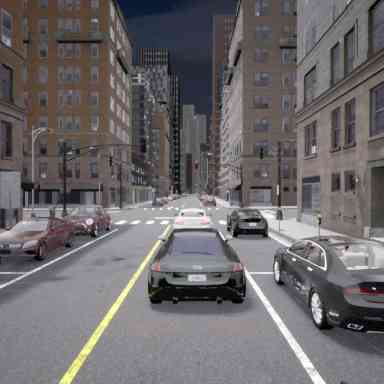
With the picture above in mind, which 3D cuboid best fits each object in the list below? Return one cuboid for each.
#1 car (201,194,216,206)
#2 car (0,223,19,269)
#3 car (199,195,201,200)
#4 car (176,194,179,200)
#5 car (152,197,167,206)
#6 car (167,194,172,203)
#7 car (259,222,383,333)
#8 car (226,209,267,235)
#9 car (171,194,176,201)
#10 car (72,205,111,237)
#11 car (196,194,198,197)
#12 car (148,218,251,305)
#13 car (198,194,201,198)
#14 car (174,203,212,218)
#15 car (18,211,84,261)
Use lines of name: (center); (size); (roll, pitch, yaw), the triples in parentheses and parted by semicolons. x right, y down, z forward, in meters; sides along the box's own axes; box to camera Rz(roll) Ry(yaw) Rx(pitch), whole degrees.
car: (2.930, 1.476, 54.812); (1.967, 1.590, 4.097); (0, 0, 0)
car: (-5.665, 1.566, 6.725); (1.947, 1.339, 4.313); (0, 0, 0)
car: (2.959, 1.607, 65.629); (2.008, 1.369, 4.403); (0, 0, 0)
car: (-5.498, 1.457, 92.691); (2.192, 1.841, 5.009); (0, 0, 0)
car: (-5.594, 1.618, 54.831); (1.802, 1.307, 4.206); (0, 0, 0)
car: (-5.566, 1.607, 65.648); (2.008, 1.369, 4.403); (0, 0, 0)
car: (2.860, 1.550, 6.719); (2.008, 1.369, 4.403); (0, 0, 0)
car: (2.869, 1.566, 17.721); (1.947, 1.339, 4.313); (0, 0, 0)
car: (-5.525, 1.626, 81.703); (1.752, 1.417, 4.829); (0, 0, 0)
car: (-5.657, 1.441, 17.728); (1.967, 1.590, 4.097); (0, 0, 0)
car: (3.026, 1.457, 92.675); (2.192, 1.841, 5.009); (0, 0, 0)
car: (0.088, 1.564, 8.184); (1.994, 1.385, 4.181); (0, 0, 0)
car: (2.986, 1.524, 76.447); (1.967, 1.590, 4.097); (0, 0, 0)
car: (0.047, 1.526, 16.943); (1.812, 1.442, 4.674); (0, 0, 1)
car: (-5.661, 1.582, 12.227); (1.802, 1.307, 4.206); (0, 0, 0)
